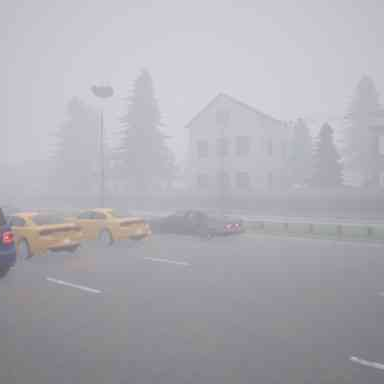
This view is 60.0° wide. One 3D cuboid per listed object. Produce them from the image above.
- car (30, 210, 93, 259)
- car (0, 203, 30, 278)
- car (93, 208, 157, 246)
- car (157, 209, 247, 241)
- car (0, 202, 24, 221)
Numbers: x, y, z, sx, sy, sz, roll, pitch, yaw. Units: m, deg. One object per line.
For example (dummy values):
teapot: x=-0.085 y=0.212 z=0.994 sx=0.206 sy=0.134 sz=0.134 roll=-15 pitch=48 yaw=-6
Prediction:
car: x=-6.269 y=1.508 z=12.734 sx=5.008 sy=1.535 sz=1.882 roll=0 pitch=0 yaw=36
car: x=-6.891 y=1.249 z=8.870 sx=5.566 sy=2.045 sz=2.150 roll=0 pitch=0 yaw=36
car: x=-4.245 y=1.508 z=15.590 sx=5.008 sy=1.535 sz=1.882 roll=0 pitch=0 yaw=36
car: x=0.039 y=1.572 z=16.817 sx=5.357 sy=1.411 sz=2.033 roll=0 pitch=0 yaw=36
car: x=-16.625 y=1.638 z=28.727 sx=4.181 sy=1.385 sz=1.994 roll=0 pitch=0 yaw=36
